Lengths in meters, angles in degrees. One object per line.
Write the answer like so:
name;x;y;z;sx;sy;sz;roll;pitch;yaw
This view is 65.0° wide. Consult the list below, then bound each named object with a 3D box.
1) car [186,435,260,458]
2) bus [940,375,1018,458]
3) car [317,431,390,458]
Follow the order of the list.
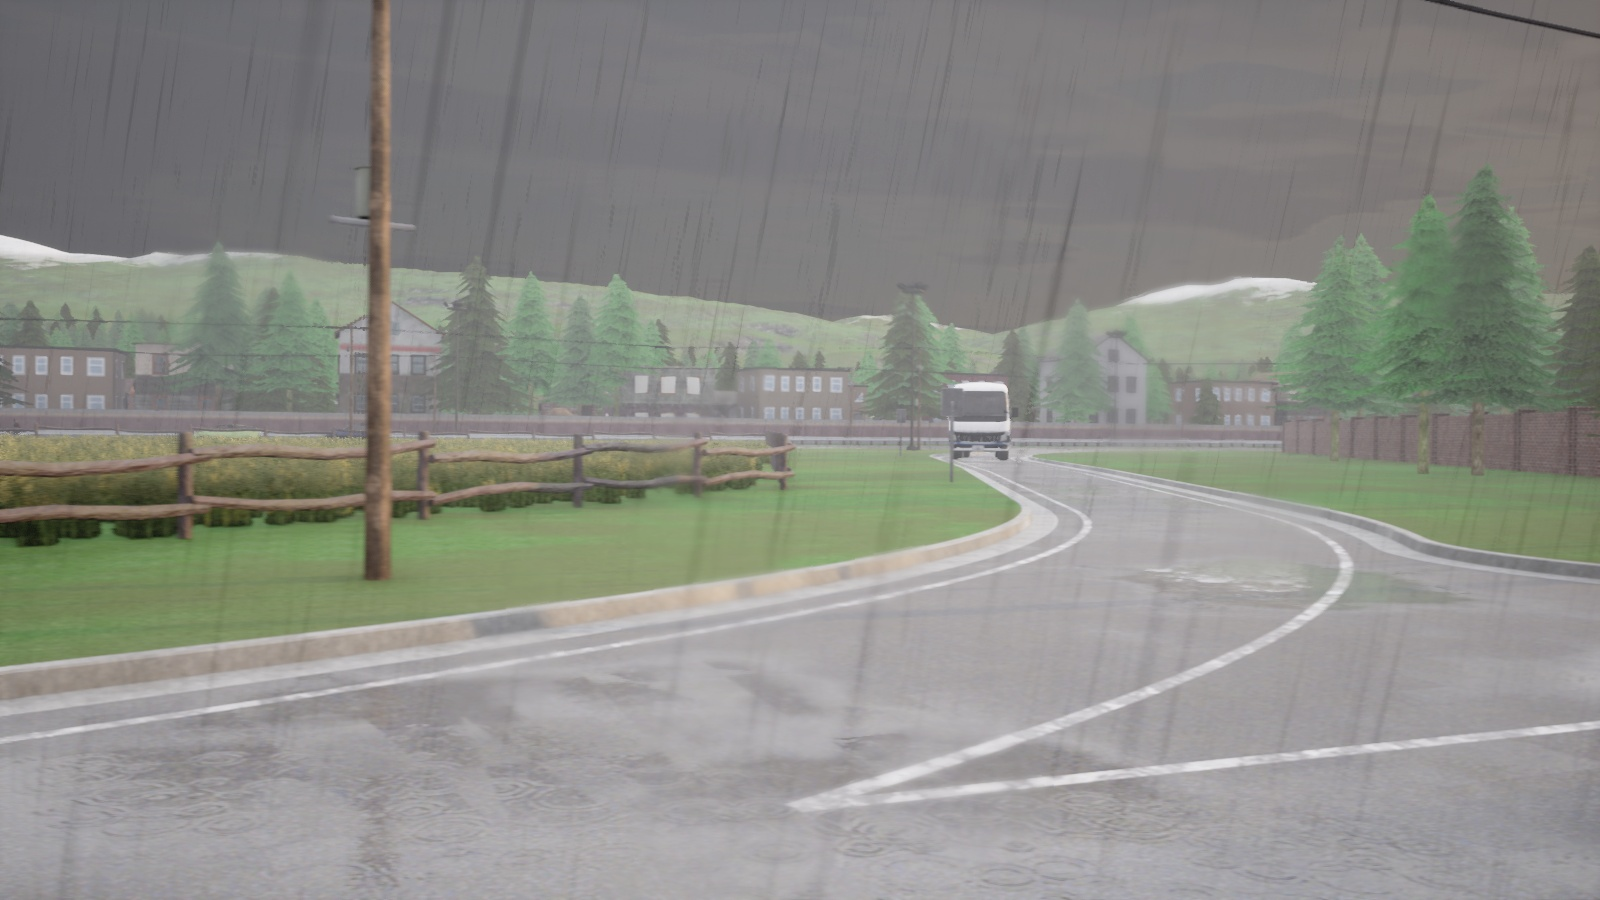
car;-40.105;-0.244;87.417;4.514;1.525;2.007;-1;1;-21
bus;10.220;-1.839;70.654;3.944;4.253;10.273;-1;1;10
car;-29.799;-0.385;83.802;4.553;1.767;2.097;-1;1;-21
